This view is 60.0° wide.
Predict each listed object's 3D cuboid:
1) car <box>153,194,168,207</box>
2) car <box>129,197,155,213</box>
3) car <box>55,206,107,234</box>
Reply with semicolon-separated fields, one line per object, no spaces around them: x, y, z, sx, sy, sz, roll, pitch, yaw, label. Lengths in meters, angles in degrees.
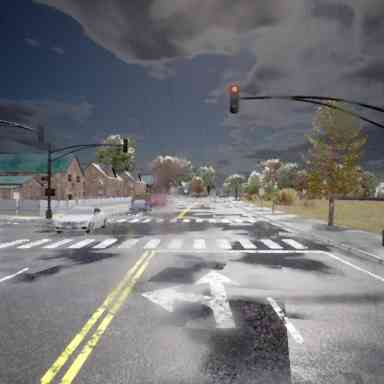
-5.091;1.328;51.564;2.150;2.045;5.566;0;0;3;car
-5.759;1.588;37.362;1.812;1.442;4.674;0;0;2;car
-6.298;1.551;19.467;1.812;1.442;4.674;0;0;1;car
